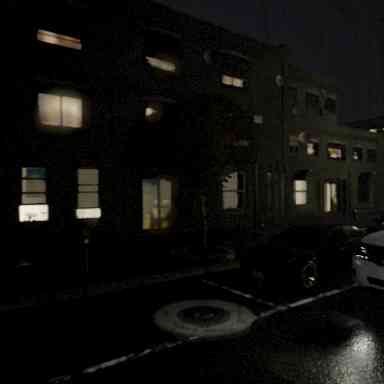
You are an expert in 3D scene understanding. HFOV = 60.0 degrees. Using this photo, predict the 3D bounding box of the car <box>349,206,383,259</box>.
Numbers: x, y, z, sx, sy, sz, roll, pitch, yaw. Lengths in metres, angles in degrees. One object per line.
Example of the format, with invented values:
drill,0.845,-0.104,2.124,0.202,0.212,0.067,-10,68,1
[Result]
car,7.784,1.355,12.117,4.097,1.590,1.967,0,0,-35

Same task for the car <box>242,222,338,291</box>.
car,3.288,1.516,8.909,4.313,1.339,1.947,0,0,-35

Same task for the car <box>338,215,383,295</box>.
car,5.903,1.164,7.466,5.566,2.045,2.150,0,0,-35
